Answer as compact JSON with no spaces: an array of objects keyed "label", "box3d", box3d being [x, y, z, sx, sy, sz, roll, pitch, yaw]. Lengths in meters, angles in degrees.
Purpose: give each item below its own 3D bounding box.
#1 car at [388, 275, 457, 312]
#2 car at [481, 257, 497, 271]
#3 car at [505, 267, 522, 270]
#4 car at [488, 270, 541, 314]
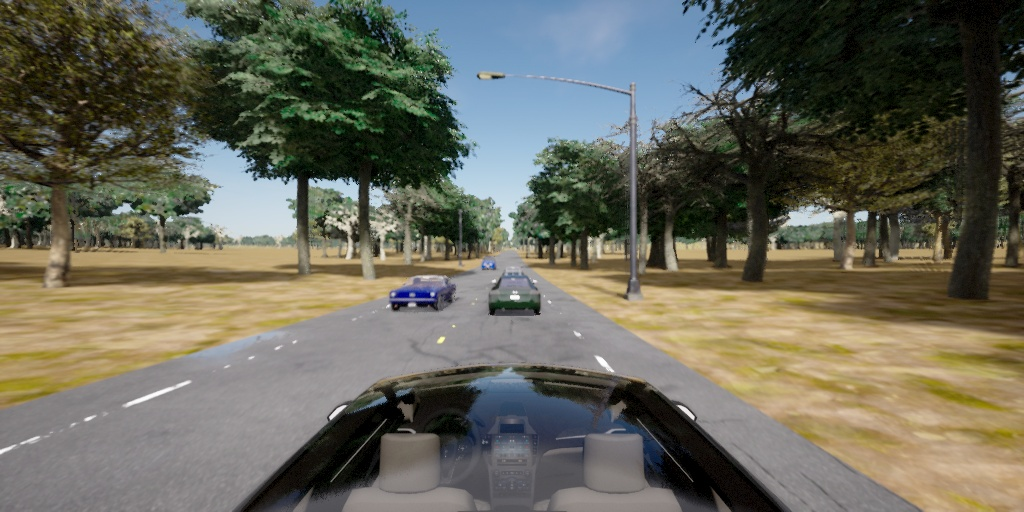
[{"label":"car","box3d":[-3.596,1.492,15.150,1.895,1.301,4.718,0,-1,0]},{"label":"car","box3d":[-3.553,1.155,55.508,2.150,2.045,5.566,0,0,0]},{"label":"car","box3d":[0.108,1.626,32.336,1.895,1.301,4.718,0,0,0]},{"label":"car","box3d":[0.102,1.450,14.666,1.994,1.385,4.181,0,-1,0]}]
